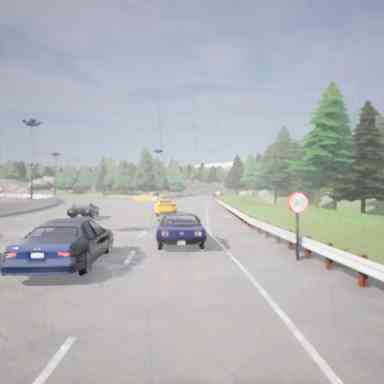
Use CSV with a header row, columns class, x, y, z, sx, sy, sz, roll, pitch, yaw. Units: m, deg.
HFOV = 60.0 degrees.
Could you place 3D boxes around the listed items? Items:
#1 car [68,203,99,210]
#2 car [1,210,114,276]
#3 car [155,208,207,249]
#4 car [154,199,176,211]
class,x,y,z,sx,sy,sz,roll,pitch,yaw
car,-9.042,1.548,28.018,1.895,1.301,4.718,0,0,-8
car,-3.765,1.528,10.300,2.033,1.411,5.357,0,0,-3
car,-0.532,1.569,14.422,1.895,1.301,4.718,0,0,-4
car,-2.610,1.409,32.139,1.882,1.535,5.008,0,0,-9
